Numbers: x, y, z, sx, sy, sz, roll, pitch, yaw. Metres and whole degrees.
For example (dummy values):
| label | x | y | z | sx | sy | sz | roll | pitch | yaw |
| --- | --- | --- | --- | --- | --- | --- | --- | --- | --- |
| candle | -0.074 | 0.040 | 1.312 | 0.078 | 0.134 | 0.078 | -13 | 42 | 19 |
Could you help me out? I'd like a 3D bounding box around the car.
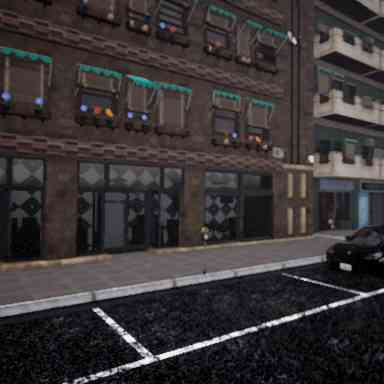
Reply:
| label | x | y | z | sx | sy | sz | roll | pitch | yaw |
| --- | --- | --- | --- | --- | --- | --- | --- | --- | --- |
| car | 6.075 | 1.730 | 10.439 | 4.313 | 1.339 | 1.947 | 1 | -1 | -34 |
